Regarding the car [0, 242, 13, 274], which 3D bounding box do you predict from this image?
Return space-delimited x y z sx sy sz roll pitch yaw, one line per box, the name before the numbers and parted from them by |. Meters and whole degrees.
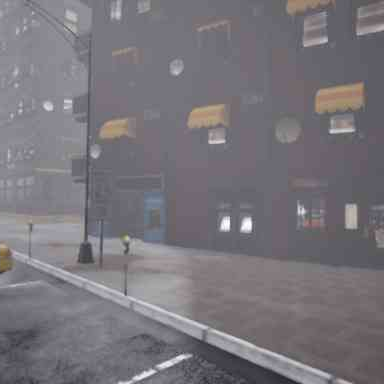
car | -6.780 1.567 9.790 4.829 1.417 1.752 0 -3 45
